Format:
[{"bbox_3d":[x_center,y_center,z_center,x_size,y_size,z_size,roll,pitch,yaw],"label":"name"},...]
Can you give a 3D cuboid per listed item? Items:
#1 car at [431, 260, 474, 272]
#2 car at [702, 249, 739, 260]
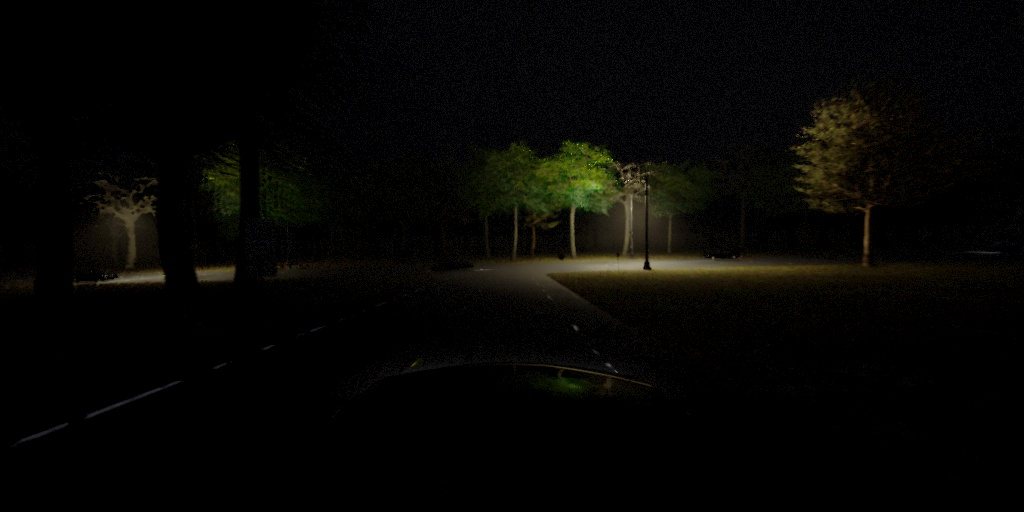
[{"bbox_3d":[-7.599,1.245,45.912,5.357,1.411,2.033,-4,2,0],"label":"car"},{"bbox_3d":[30.790,-0.177,52.994,5.008,1.535,1.882,-3,3,0],"label":"car"}]
